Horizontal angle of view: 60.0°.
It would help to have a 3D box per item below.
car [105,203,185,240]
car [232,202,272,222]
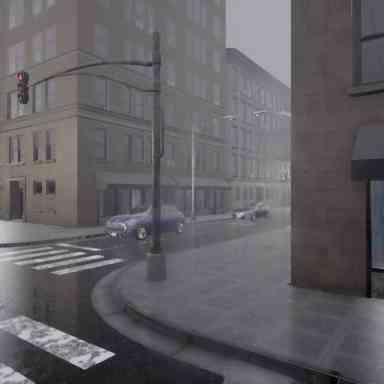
[{"bbox_3d":[-2.365,1.432,17.561,2.097,1.767,4.553,0,0,36],"label":"car"},{"bbox_3d":[5.098,1.639,28.009,2.128,1.511,4.902,0,0,35],"label":"car"}]
